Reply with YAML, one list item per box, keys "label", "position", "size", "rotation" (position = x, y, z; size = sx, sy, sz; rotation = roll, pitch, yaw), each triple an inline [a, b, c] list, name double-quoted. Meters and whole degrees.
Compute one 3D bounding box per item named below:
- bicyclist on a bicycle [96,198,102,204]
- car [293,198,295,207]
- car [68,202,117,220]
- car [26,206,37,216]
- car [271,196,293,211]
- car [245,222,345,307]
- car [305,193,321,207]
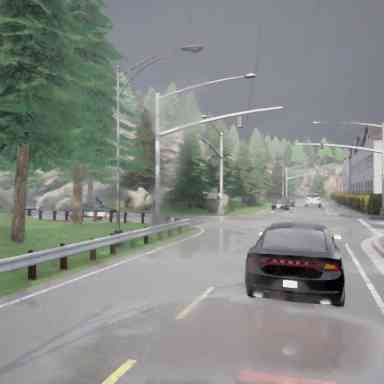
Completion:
- label: "bicyclist on a bicycle"
  position: [-10.275, 1.416, 36.595]
  size: [0.582, 1.620, 1.656]
  rotation: [-2, 5, 20]
- label: "car"
  position: [14.521, 1.352, 50.721]
  size: [2.097, 1.767, 4.553]
  rotation: [0, 0, 21]
- label: "car"
  position: [-8.480, 1.579, 28.429]
  size: [4.181, 1.385, 1.994]
  rotation: [0, 0, 20]
- label: "car"
  position: [-17.407, 1.563, 31.749]
  size: [5.357, 1.411, 2.033]
  rotation: [0, 0, 21]
- label: "car"
  position: [11.087, 1.491, 41.551]
  size: [2.128, 1.511, 4.902]
  rotation: [0, 0, 20]
- label: "car"
  position: [2.603, 1.478, 8.207]
  size: [1.882, 1.535, 5.008]
  rotation: [0, 0, 20]
- label: "car"
  position: [18.643, 1.221, 51.209]
  size: [2.150, 2.045, 5.566]
  rotation: [0, 0, 20]
